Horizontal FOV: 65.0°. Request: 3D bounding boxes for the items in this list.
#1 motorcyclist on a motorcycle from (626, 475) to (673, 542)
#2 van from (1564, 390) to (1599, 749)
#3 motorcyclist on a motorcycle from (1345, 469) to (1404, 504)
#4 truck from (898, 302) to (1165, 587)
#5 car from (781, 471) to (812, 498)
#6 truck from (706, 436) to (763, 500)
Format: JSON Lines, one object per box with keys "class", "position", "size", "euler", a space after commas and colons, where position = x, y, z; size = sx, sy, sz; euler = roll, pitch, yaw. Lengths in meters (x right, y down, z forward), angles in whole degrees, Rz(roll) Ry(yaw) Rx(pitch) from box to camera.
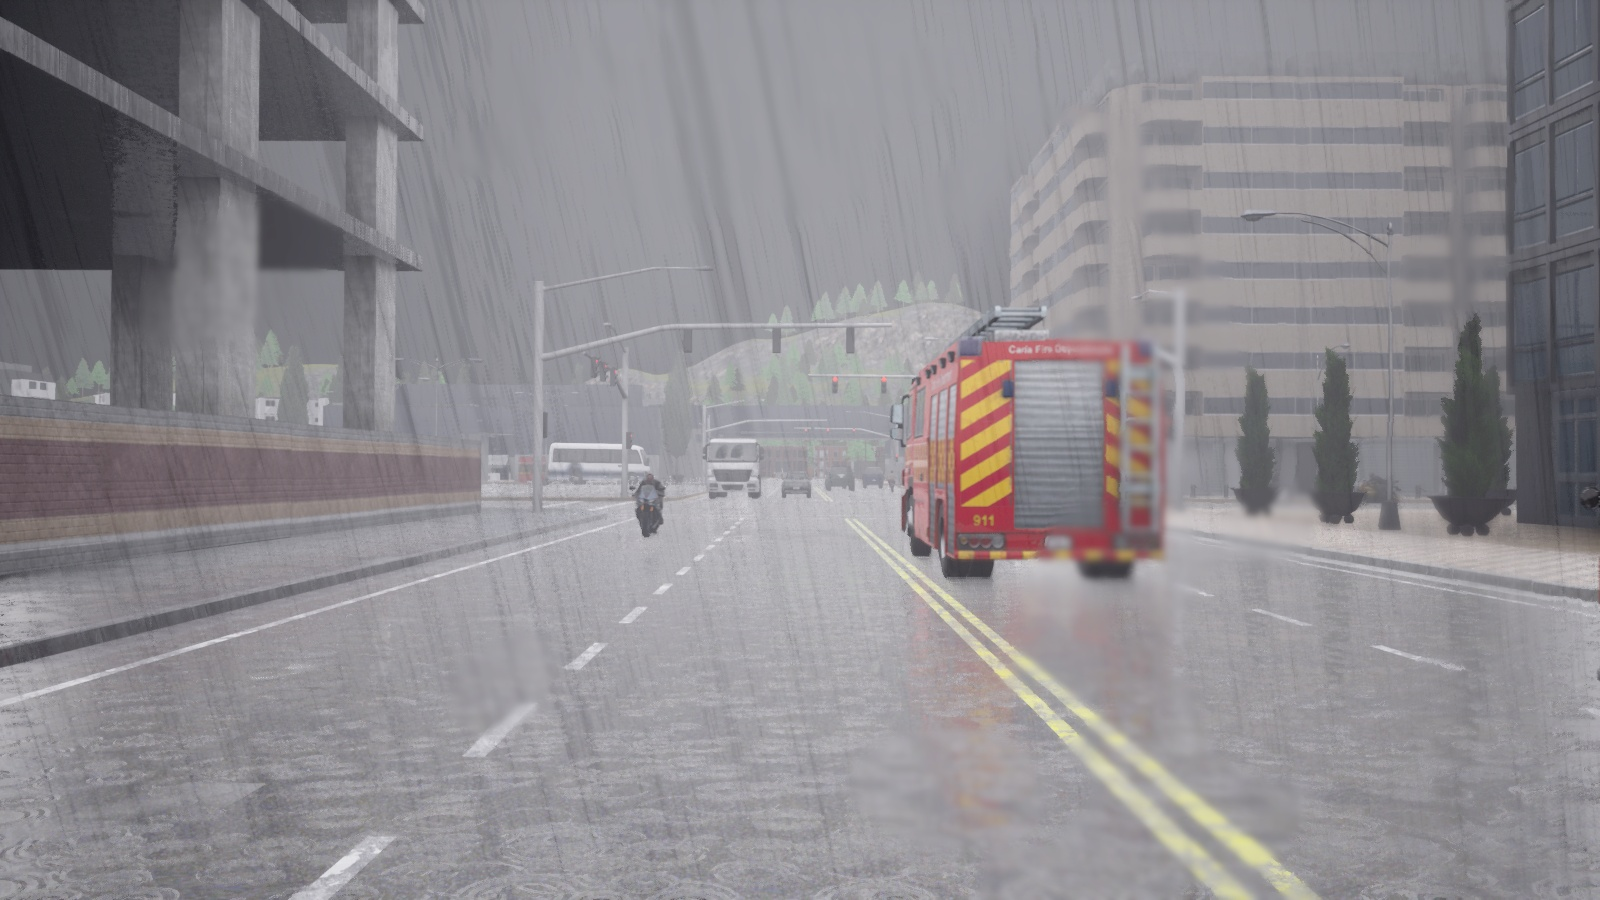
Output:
{"class": "motorcyclist on a motorcycle", "position": [-3.577, 1.366, 29.976], "size": [0.866, 1.530, 2.191], "euler": [0, -1, 0]}
{"class": "van", "position": [4.786, 0.636, 5.215], "size": [1.775, 1.987, 4.442], "euler": [-1, -1, 18]}
{"class": "motorcyclist on a motorcycle", "position": [25.576, 1.628, 55.904], "size": [2.191, 1.530, 0.866], "euler": [0, -1, 0]}
{"class": "truck", "position": [3.440, -0.010, 21.145], "size": [2.891, 3.827, 8.468], "euler": [0, -1, 0]}
{"class": "car", "position": [-0.190, 2.029, 73.717], "size": [1.789, 1.549, 3.705], "euler": [0, -1, 0]}
{"class": "truck", "position": [-3.691, 1.065, 72.658], "size": [2.891, 3.462, 7.936], "euler": [0, -1, 0]}
